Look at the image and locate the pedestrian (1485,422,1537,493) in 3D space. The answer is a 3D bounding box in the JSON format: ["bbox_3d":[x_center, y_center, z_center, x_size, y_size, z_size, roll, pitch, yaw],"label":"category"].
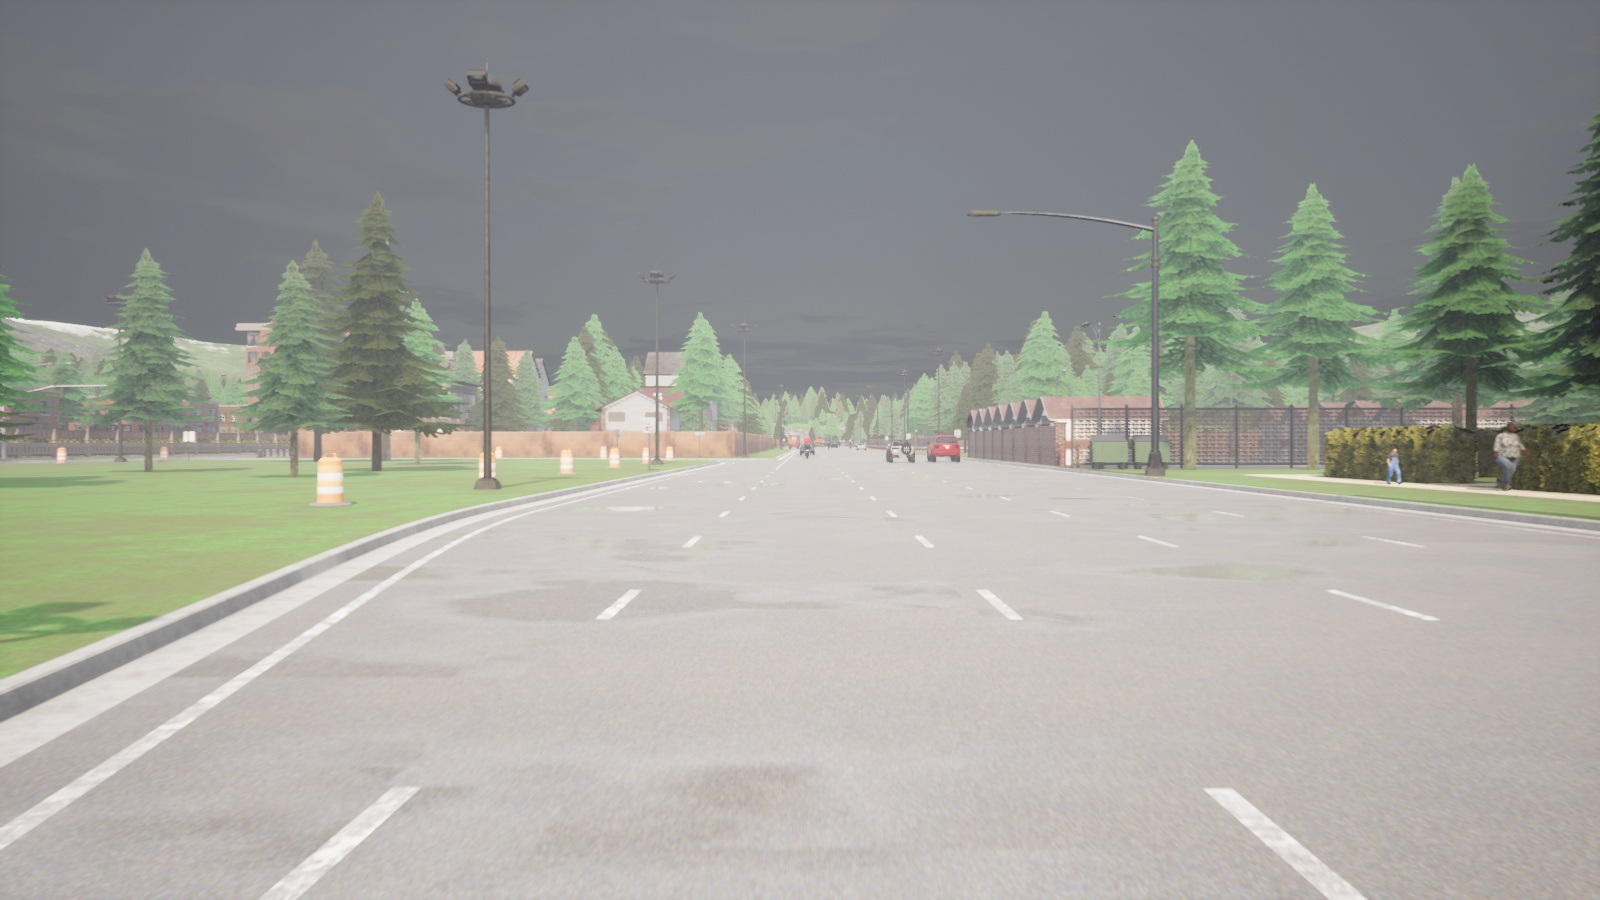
[{"bbox_3d":[18.784,0.197,33.189,0.874,1.855,0.900,0,0,0],"label":"pedestrian"}]

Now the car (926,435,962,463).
[{"bbox_3d":[11.065,-0.089,96.832,2.150,2.045,5.566,0,0,0],"label":"car"}]

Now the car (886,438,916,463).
[{"bbox_3d":[7.551,0.020,94.420,1.932,1.855,4.605,0,0,0],"label":"car"}]

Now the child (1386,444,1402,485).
[{"bbox_3d":[18.278,0.445,38.631,0.270,1.263,0.437,0,0,0],"label":"child"}]
